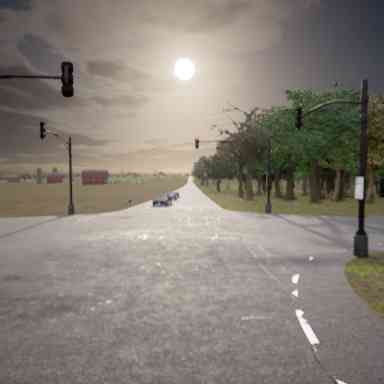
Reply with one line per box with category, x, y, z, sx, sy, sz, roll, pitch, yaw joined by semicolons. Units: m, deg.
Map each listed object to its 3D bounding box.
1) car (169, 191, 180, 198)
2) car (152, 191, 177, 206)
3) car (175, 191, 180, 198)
car;-3.498;0.500;67.409;1.895;1.301;4.718;0;1;0
car;-3.562;0.947;41.000;2.033;1.411;5.357;0;1;5
car;-3.546;0.612;56.531;2.128;1.511;4.902;0;1;1
